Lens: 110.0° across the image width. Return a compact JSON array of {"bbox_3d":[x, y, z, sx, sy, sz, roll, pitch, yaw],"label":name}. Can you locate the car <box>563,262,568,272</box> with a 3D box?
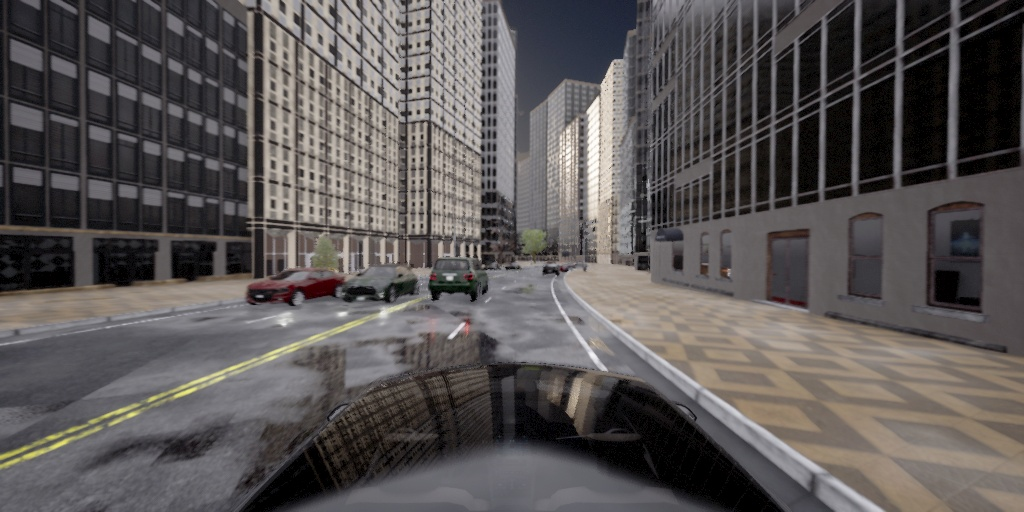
[{"bbox_3d":[6.817,1.698,53.502,1.882,1.535,5.008,1,0,13],"label":"car"}]

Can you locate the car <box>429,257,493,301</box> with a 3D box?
[{"bbox_3d":[-2.541,1.083,18.311,2.150,2.045,5.566,0,0,4],"label":"car"}]

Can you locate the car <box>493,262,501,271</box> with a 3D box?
[{"bbox_3d":[-3.152,1.649,57.950,1.837,1.490,4.892,0,0,14],"label":"car"}]

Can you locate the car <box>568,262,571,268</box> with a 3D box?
[{"bbox_3d":[8.202,1.804,59.188,1.812,1.442,4.674,1,0,14],"label":"car"}]

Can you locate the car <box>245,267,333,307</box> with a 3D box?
[{"bbox_3d":[-9.381,1.271,16.039,1.882,1.535,5.008,0,0,4],"label":"car"}]

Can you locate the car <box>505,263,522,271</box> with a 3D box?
[{"bbox_3d":[0.203,1.783,58.038,1.895,1.301,4.718,1,0,14],"label":"car"}]

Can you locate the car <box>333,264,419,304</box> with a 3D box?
[{"bbox_3d":[-6.060,1.177,16.964,2.097,1.767,4.553,0,0,4],"label":"car"}]

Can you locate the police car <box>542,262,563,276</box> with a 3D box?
[{"bbox_3d":[4.852,1.553,44.062,1.930,1.638,5.238,0,0,11],"label":"police car"}]
